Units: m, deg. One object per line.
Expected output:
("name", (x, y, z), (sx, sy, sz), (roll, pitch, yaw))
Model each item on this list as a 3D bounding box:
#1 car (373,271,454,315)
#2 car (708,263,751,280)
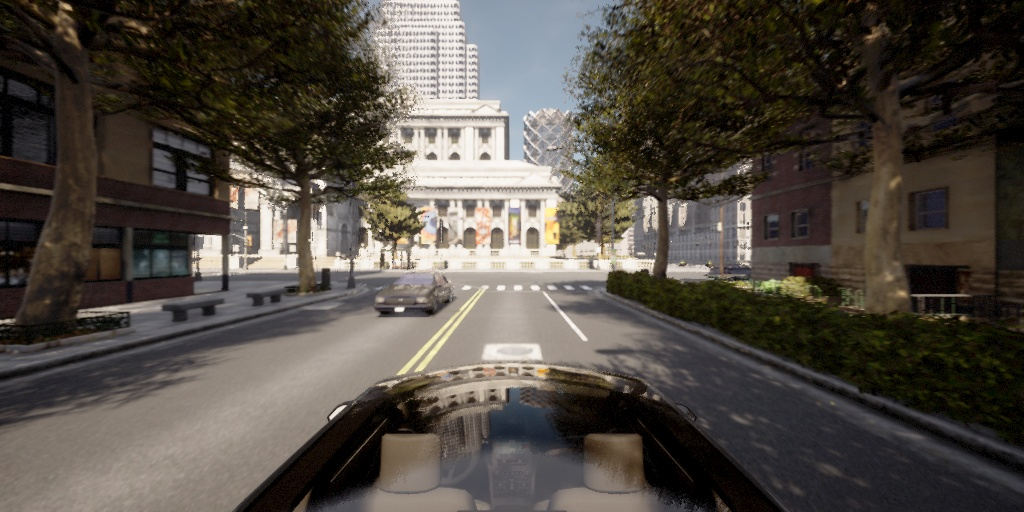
("car", (-3.514, 1.298, 13.919), (2.033, 1.411, 5.357), (0, 0, 0))
("car", (18.909, 1.308, 30.237), (4.181, 1.385, 1.994), (0, 0, 0))
